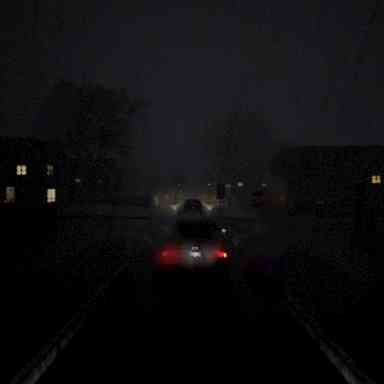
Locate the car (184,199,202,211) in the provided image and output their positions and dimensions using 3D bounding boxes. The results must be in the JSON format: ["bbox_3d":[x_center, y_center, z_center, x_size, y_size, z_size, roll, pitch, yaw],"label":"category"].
[{"bbox_3d":[0.105,1.481,37.793,1.882,1.535,5.008,0,0,0],"label":"car"}]

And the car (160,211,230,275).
[{"bbox_3d":[0.124,1.541,10.406,2.033,1.411,5.357,0,0,1],"label":"car"}]
